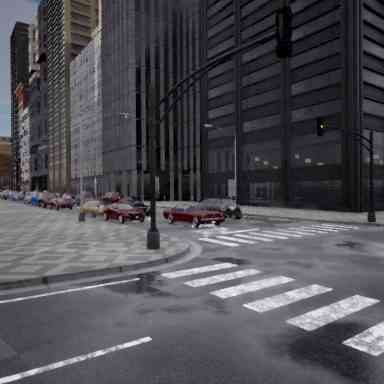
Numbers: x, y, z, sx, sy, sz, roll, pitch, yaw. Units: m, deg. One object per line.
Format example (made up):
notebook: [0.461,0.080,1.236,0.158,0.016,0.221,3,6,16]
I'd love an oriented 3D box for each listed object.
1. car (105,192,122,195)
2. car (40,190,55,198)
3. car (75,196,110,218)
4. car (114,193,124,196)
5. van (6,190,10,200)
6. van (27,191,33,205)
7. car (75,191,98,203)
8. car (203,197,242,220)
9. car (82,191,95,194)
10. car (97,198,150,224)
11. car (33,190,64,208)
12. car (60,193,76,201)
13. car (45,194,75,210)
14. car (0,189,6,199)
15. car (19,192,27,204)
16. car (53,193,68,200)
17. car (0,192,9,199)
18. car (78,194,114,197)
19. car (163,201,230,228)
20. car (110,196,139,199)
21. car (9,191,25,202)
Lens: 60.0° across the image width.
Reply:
car: [-11.279,0.899,47.234,2.192,1.841,5.009,0,1,-36]
car: [-34.381,0.511,79.113,2.192,1.841,5.009,0,1,-36]
car: [-8.183,1.353,28.434,1.752,1.417,4.829,0,1,-36]
car: [-7.980,1.200,42.682,1.947,1.339,4.313,0,1,-36]
van: [-34.686,0.748,65.007,1.690,1.788,3.998,0,1,-36]
van: [-21.484,0.970,46.789,1.690,1.788,3.998,0,1,-36]
car: [-17.879,0.794,56.343,2.192,1.841,5.009,0,1,-36]
car: [1.605,1.180,25.063,2.097,1.767,4.553,-1,1,-36]
car: [-16.113,1.064,49.436,2.128,1.511,4.902,-1,1,-35]
car: [-4.982,1.416,24.017,1.887,1.381,4.507,0,1,-36]
car: [-18.184,0.996,42.234,2.192,1.841,5.009,0,1,-36]
car: [-24.481,0.949,65.454,1.802,1.307,4.206,0,1,-36]
car: [-14.884,1.276,37.681,1.887,1.381,4.507,0,1,-36]
car: [-37.986,0.665,69.561,2.192,1.841,5.009,0,1,-36]
car: [-24.786,1.126,51.345,2.008,1.369,4.403,0,1,-36]
car: [-27.781,0.855,70.007,1.887,1.381,4.507,0,1,-36]
car: [-44.588,0.779,78.671,1.887,1.381,4.507,0,1,-36]
car: [-10.740,1.275,36.663,2.033,1.411,5.357,-1,1,-36]
car: [0.029,1.479,21.752,1.895,1.301,4.718,-1,1,-35]
car: [-5.248,1.370,29.079,1.994,1.385,4.181,-1,1,-36]
car: [-31.386,0.904,60.453,1.967,1.590,4.097,0,1,-36]
